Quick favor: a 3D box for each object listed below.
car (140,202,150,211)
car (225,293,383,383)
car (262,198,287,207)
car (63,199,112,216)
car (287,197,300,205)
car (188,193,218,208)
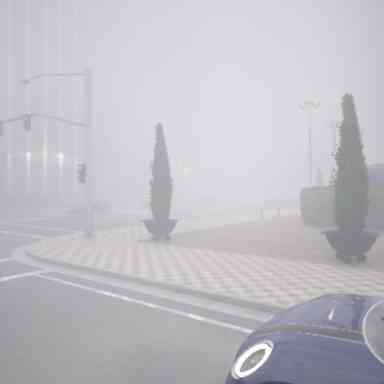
[{"bbox_3d":[-4.375,1.557,40.502,1.994,1.385,4.181,0,0,35],"label":"car"},{"bbox_3d":[2.465,1.352,2.234,4.553,1.767,2.097,0,0,36],"label":"car"},{"bbox_3d":[12.873,1.595,52.631,1.895,1.301,4.718,0,0,35],"label":"car"},{"bbox_3d":[-10.067,1.485,32.360,2.128,1.511,4.902,0,0,35],"label":"car"},{"bbox_3d":[17.806,1.558,59.692,1.994,1.385,4.181,0,0,35],"label":"car"},{"bbox_3d":[1.705,1.214,49.187,2.150,2.045,5.566,0,0,35],"label":"car"}]
